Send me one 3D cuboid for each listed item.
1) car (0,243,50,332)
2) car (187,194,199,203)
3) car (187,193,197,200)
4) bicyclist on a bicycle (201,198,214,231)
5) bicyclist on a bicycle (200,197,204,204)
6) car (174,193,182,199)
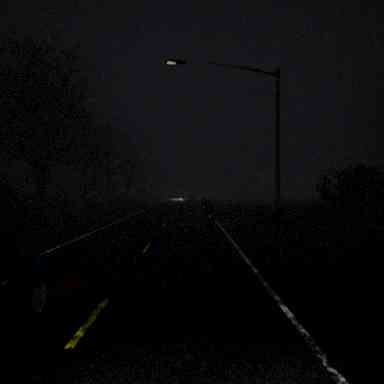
[{"bbox_3d":[-3.585,1.493,4.580,1.812,1.442,4.674,0,0,0],"label":"car"},{"bbox_3d":[0.116,1.153,55.519,2.033,1.411,5.357,0,0,0],"label":"car"},{"bbox_3d":[0.017,1.024,73.637,1.994,1.385,4.181,0,0,0],"label":"car"},{"bbox_3d":[0.969,1.326,18.225,0.582,1.620,1.656,0,0,0],"label":"bicyclist on a bicycle"},{"bbox_3d":[0.972,1.261,27.377,0.582,1.620,1.656,0,0,0],"label":"bicyclist on a bicycle"},{"bbox_3d":[-3.481,1.001,82.480,1.895,1.301,4.718,0,0,0],"label":"car"}]
